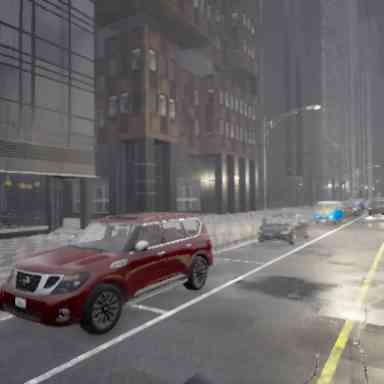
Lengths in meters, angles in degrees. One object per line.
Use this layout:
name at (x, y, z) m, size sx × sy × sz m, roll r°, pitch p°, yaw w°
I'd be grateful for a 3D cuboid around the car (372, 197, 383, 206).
car at (41.212, 2.015, 73.361) m, size 2.192 × 1.841 × 5.009 m, roll -1°, pitch -1°, yaw 33°

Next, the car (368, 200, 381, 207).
car at (35.135, 2.177, 63.928) m, size 1.947 × 1.339 × 4.313 m, roll -1°, pitch -1°, yaw 33°

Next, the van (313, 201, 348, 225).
van at (10.818, 1.620, 26.216) m, size 1.690 × 1.788 × 3.998 m, roll -1°, pitch -1°, yaw 33°

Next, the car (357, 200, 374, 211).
car at (25.924, 2.002, 49.643) m, size 1.752 × 1.417 × 4.829 m, roll -1°, pitch -1°, yaw 33°

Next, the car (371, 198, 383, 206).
car at (38.174, 2.095, 68.645) m, size 1.967 × 1.590 × 4.097 m, roll -1°, pitch -1°, yaw 33°

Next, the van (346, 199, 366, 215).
van at (19.937, 1.736, 40.360) m, size 1.690 × 1.788 × 3.998 m, roll -1°, pitch -1°, yaw 33°

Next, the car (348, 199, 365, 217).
car at (16.898, 1.796, 35.644) m, size 1.967 × 1.590 × 4.097 m, roll -1°, pitch -1°, yaw 33°

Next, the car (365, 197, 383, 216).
car at (20.340, 1.679, 35.887) m, size 2.097 × 1.767 × 4.553 m, roll -1°, pitch -1°, yaw 33°

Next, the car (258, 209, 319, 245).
car at (4.741, 1.752, 16.784) m, size 2.008 × 1.369 × 4.403 m, roll -1°, pitch -1°, yaw 33°

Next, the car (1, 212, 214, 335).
car at (-1.340, 1.439, 7.358) m, size 2.192 × 1.841 × 5.009 m, roll -1°, pitch -1°, yaw 33°
